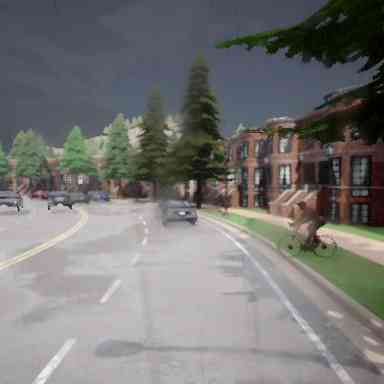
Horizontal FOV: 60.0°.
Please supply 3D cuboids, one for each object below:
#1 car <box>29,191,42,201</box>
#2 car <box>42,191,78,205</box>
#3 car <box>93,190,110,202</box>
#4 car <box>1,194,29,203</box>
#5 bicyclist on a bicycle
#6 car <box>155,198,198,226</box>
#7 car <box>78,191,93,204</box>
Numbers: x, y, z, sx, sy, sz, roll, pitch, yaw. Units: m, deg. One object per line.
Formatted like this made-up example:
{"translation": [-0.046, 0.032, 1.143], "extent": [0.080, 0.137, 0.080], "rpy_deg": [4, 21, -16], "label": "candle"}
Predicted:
{"translation": [-20.440, 0.460, 45.145], "extent": [4.718, 1.301, 1.895], "rpy_deg": [1, 2, 40], "label": "car"}
{"translation": [-10.451, 0.533, 26.201], "extent": [2.033, 1.411, 5.357], "rpy_deg": [0, 2, -23], "label": "car"}
{"translation": [-12.087, 0.507, 41.669], "extent": [2.033, 1.411, 5.357], "rpy_deg": [-1, 2, -39], "label": "car"}
{"translation": [-13.669, 0.560, 24.825], "extent": [2.033, 1.411, 5.357], "rpy_deg": [0, 2, -23], "label": "car"}
{"translation": [3.237, 1.081, 9.333], "extent": [1.656, 1.620, 0.582], "rpy_deg": [0, 1, 0], "label": "bicyclist on a bicycle"}
{"translation": [-1.036, 1.072, 19.306], "extent": [2.033, 1.411, 5.357], "rpy_deg": [0, 1, -12], "label": "car"}
{"translation": [-13.047, 0.629, 37.271], "extent": [1.994, 1.385, 4.181], "rpy_deg": [-1, 2, -37], "label": "car"}
